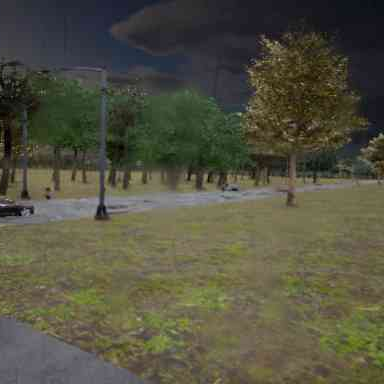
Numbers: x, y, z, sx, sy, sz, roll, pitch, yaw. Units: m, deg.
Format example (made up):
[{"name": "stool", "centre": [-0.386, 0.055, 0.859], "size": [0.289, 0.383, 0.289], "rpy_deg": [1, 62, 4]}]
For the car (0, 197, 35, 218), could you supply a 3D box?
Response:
[{"name": "car", "centre": [-13.236, 1.075, 22.626], "size": [1.837, 1.490, 4.892], "rpy_deg": [4, 4, 35]}]

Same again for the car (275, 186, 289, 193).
[{"name": "car", "centre": [19.172, -0.620, 70.457], "size": [1.895, 1.301, 4.718], "rpy_deg": [4, 4, 28]}]

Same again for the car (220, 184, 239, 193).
[{"name": "car", "centre": [7.149, -0.809, 63.091], "size": [2.097, 1.767, 4.553], "rpy_deg": [4, 4, 35]}]
